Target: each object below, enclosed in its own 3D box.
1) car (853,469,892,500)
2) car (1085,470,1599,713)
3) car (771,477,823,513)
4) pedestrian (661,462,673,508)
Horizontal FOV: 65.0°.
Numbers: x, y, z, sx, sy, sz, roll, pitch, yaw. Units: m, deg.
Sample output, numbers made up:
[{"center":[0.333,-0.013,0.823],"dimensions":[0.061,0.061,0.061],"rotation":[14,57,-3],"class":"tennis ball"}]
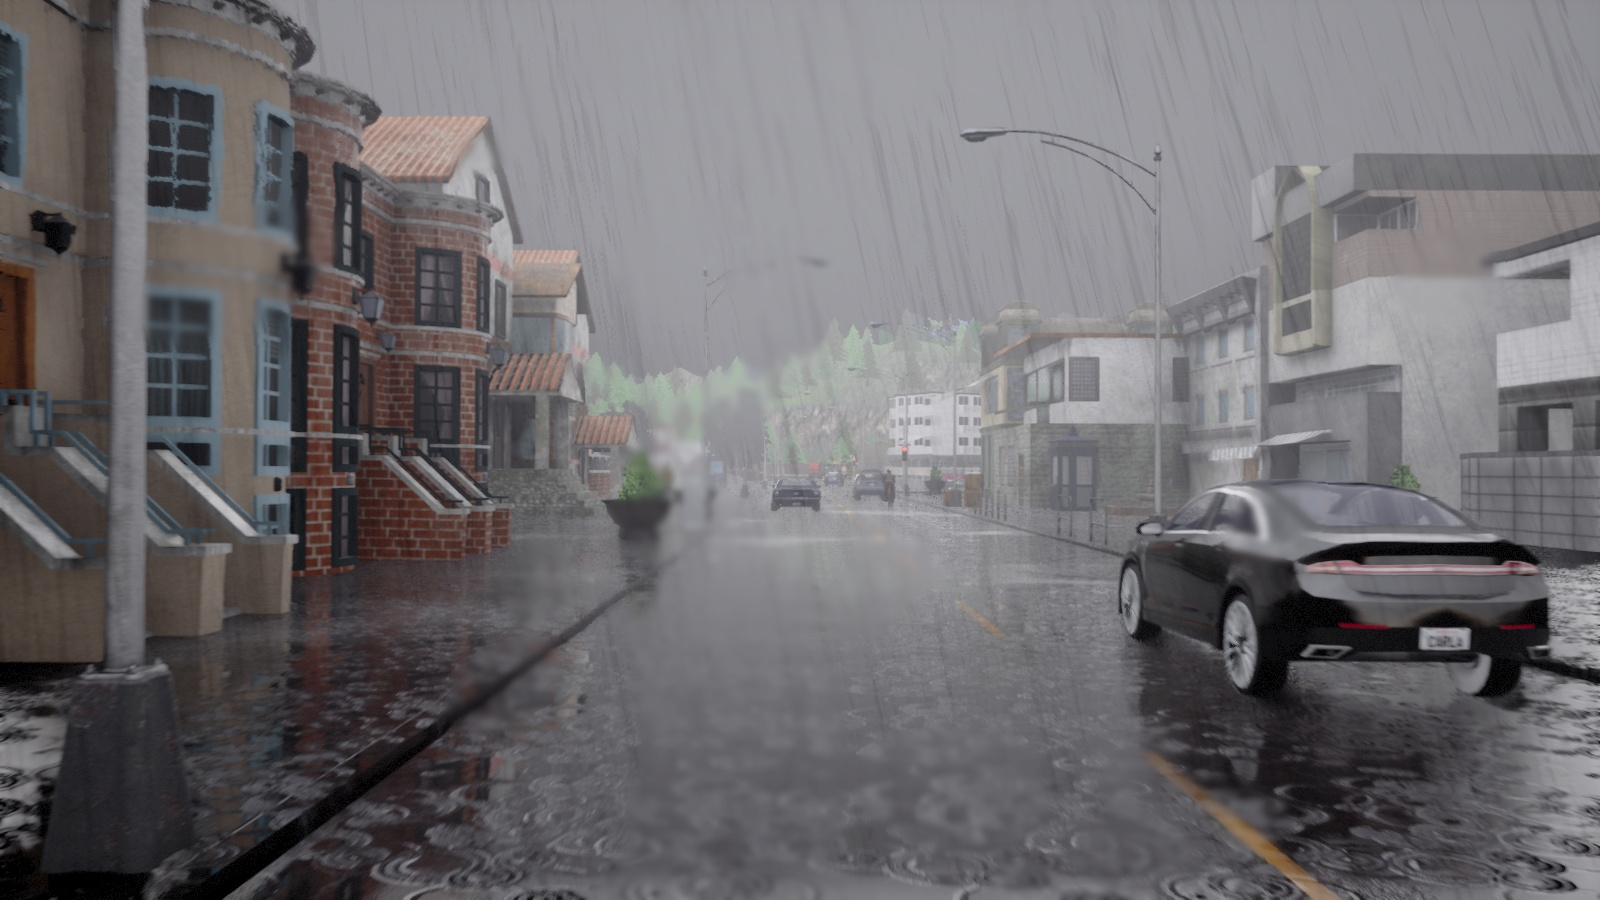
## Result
[{"center":[3.827,1.813,66.637],"dimensions":[1.851,1.617,3.988],"rotation":[0,-1,0],"class":"car"},{"center":[3.974,0.928,10.323],"dimensions":[2.128,1.511,4.902],"rotation":[0,-1,0],"class":"car"},{"center":[-0.120,1.735,48.936],"dimensions":[1.895,1.301,4.718],"rotation":[0,-1,0],"class":"car"},{"center":[-5.397,1.397,50.809],"dimensions":[0.431,1.840,0.709],"rotation":[0,-1,-10],"class":"pedestrian"}]
